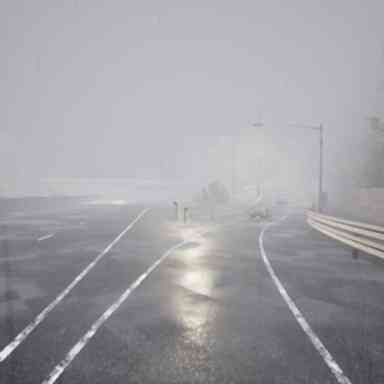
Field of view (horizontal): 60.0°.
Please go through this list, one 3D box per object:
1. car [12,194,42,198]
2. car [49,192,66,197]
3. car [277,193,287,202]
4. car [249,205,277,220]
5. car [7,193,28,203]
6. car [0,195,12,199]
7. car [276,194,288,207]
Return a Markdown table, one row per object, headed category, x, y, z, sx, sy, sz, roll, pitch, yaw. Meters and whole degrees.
| category | x | y | z | sx | sy | sz | roll | pitch | yaw |
| --- | --- | --- | --- | --- | --- | --- | --- | --- | --- |
| car | -25.956 | 1.298 | 52.473 | 1.837 | 1.490 | 4.892 | 0 | 0 | -4 |
| car | -27.189 | 0.978 | 67.427 | 2.150 | 2.045 | 5.566 | 0 | 0 | -5 |
| car | 19.801 | 1.162 | 73.189 | 2.097 | 1.767 | 4.553 | 1 | 4 | 14 |
| car | 7.412 | 2.253 | 35.263 | 1.895 | 1.301 | 4.718 | 1 | -1 | 21 |
| car | -34.005 | 1.097 | 64.934 | 2.097 | 1.767 | 4.553 | 0 | 0 | -5 |
| car | -29.363 | 1.261 | 51.163 | 2.128 | 1.511 | 4.902 | 0 | 0 | -4 |
| car | 17.111 | 1.748 | 63.461 | 2.097 | 1.767 | 4.553 | 1 | 2 | 16 |
